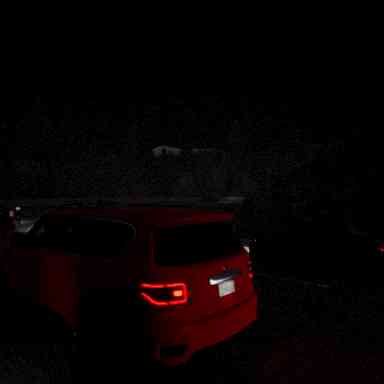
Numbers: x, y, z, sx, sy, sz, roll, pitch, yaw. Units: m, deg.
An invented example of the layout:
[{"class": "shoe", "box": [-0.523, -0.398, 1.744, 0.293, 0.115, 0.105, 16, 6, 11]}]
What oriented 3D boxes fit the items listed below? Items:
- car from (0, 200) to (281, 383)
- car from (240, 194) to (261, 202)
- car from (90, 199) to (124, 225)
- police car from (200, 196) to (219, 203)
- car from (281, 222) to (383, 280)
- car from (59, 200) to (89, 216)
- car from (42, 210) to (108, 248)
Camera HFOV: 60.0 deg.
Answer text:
[{"class": "car", "box": [-1.567, 1.246, 5.779, 5.566, 2.045, 2.150, 0, 0, 42]}, {"class": "car", "box": [15.506, 1.666, 87.684, 5.566, 2.045, 2.150, 0, 0, -18]}, {"class": "car", "box": [-6.754, 1.458, 26.131, 2.097, 1.767, 4.553, 0, 0, -21]}, {"class": "police car", "box": [4.422, 1.818, 82.644, 5.238, 1.638, 1.930, 0, 0, -31]}, {"class": "car", "box": [3.908, 1.623, 10.335, 4.181, 1.385, 1.994, 0, 0, 40]}, {"class": "car", "box": [-12.245, 1.638, 34.871, 1.837, 1.490, 4.892, 0, 0, -6]}, {"class": "car", "box": [-5.785, 1.663, 16.082, 1.895, 1.301, 4.718, 0, 0, -34]}]
